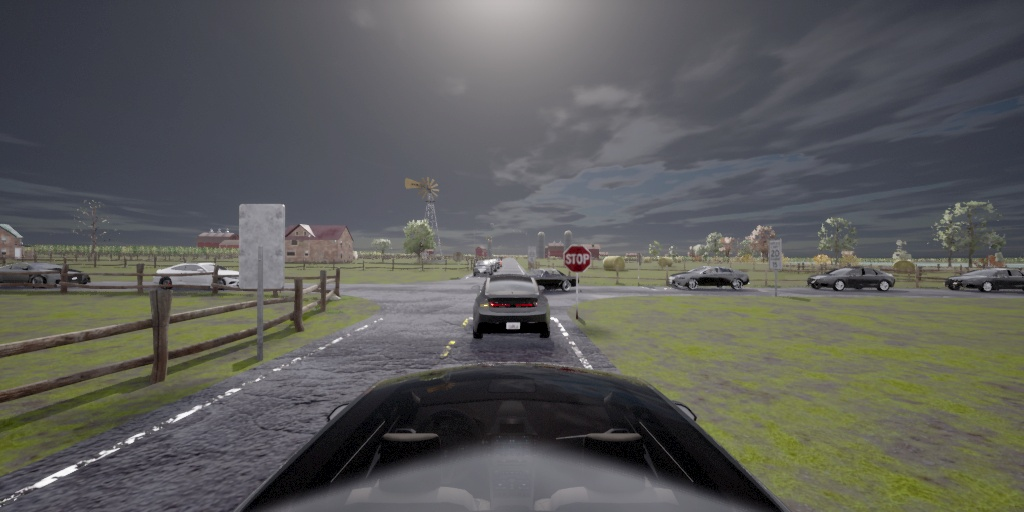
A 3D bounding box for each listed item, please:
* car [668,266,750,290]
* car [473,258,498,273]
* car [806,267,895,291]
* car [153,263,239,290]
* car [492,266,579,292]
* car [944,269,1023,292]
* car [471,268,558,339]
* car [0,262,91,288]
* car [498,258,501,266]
[{"bbox_3d":[12.785,1.396,23.413,4.902,1.511,2.128,1,-1,-2],"label":"car"},{"bbox_3d":[-2.880,1.243,36.816,2.128,1.511,4.902,0,0,0],"label":"car"},{"bbox_3d":[22.187,1.499,23.589,4.892,1.490,1.837,1,-1,-1],"label":"car"},{"bbox_3d":[-17.255,1.104,20.077,4.674,1.442,1.812,1,-1,-1],"label":"car"},{"bbox_3d":[1.488,1.369,20.178,4.718,1.301,1.895,1,0,-35],"label":"car"},{"bbox_3d":[31.689,1.587,23.716,4.892,1.490,1.837,1,-1,-1],"label":"car"},{"bbox_3d":[-0.079,1.256,10.131,1.837,1.490,4.892,0,0,-2],"label":"car"},{"bbox_3d":[-26.374,1.048,19.950,4.181,1.385,1.994,1,-1,-1],"label":"car"},{"bbox_3d":[-2.878,1.241,46.262,2.128,1.511,4.902,0,0,0],"label":"car"}]
